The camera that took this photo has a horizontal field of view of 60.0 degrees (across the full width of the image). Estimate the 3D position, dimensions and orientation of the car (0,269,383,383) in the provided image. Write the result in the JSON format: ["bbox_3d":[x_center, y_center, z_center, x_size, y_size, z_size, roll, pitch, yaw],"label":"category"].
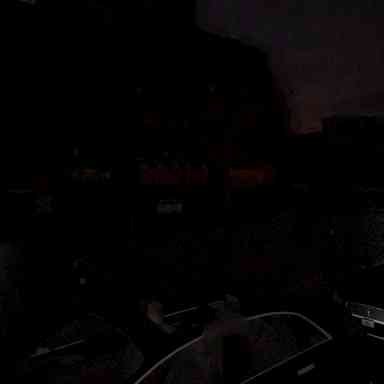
[{"bbox_3d":[-0.268,1.550,2.643,4.403,1.369,2.008,0,-2,-35],"label":"car"}]

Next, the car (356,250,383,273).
[{"bbox_3d":[4.172,1.549,5.801,4.403,1.369,2.008,0,-2,-35],"label":"car"}]
